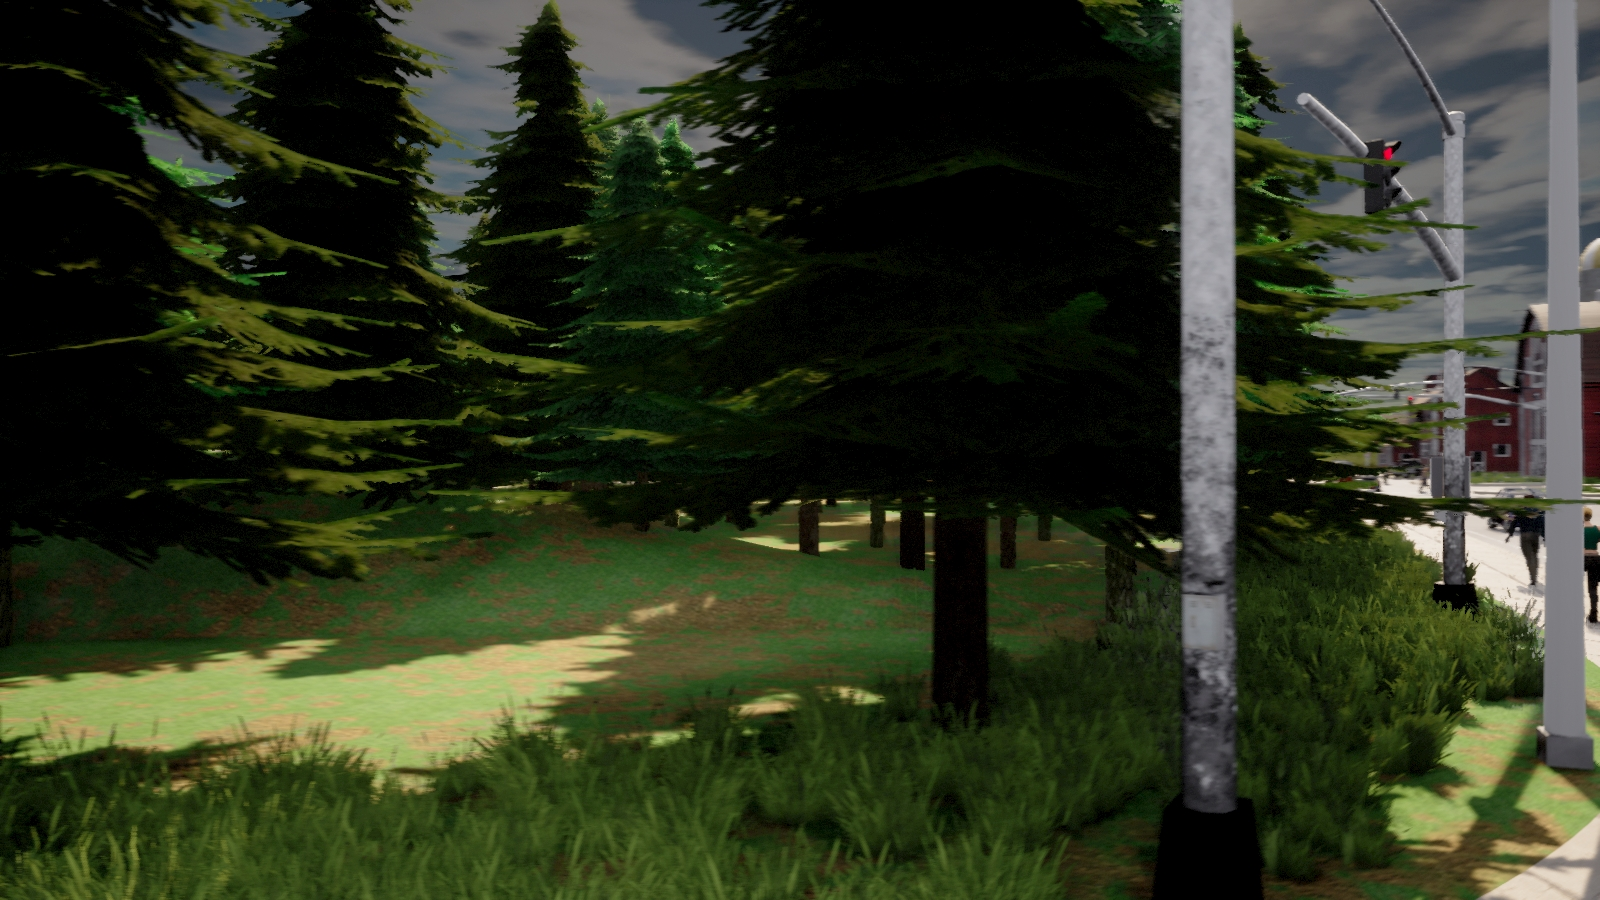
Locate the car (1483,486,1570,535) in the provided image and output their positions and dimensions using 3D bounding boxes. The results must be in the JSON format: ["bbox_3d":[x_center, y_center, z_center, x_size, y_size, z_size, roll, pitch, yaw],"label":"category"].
[{"bbox_3d":[25.276,2.074,39.876,1.845,1.501,3.633,0,0,20],"label":"car"}]

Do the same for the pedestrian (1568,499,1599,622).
[{"bbox_3d":[12.142,1.697,17.651,0.375,1.860,0.375,0,0,22],"label":"pedestrian"}]

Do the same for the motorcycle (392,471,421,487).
[{"bbox_3d":[-32.862,2.407,95.369,2.209,1.251,0.867,0,0,21],"label":"motorcycle"}]

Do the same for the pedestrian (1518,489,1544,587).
[{"bbox_3d":[14.249,1.704,22.268,0.375,1.860,0.375,0,0,25],"label":"pedestrian"}]
